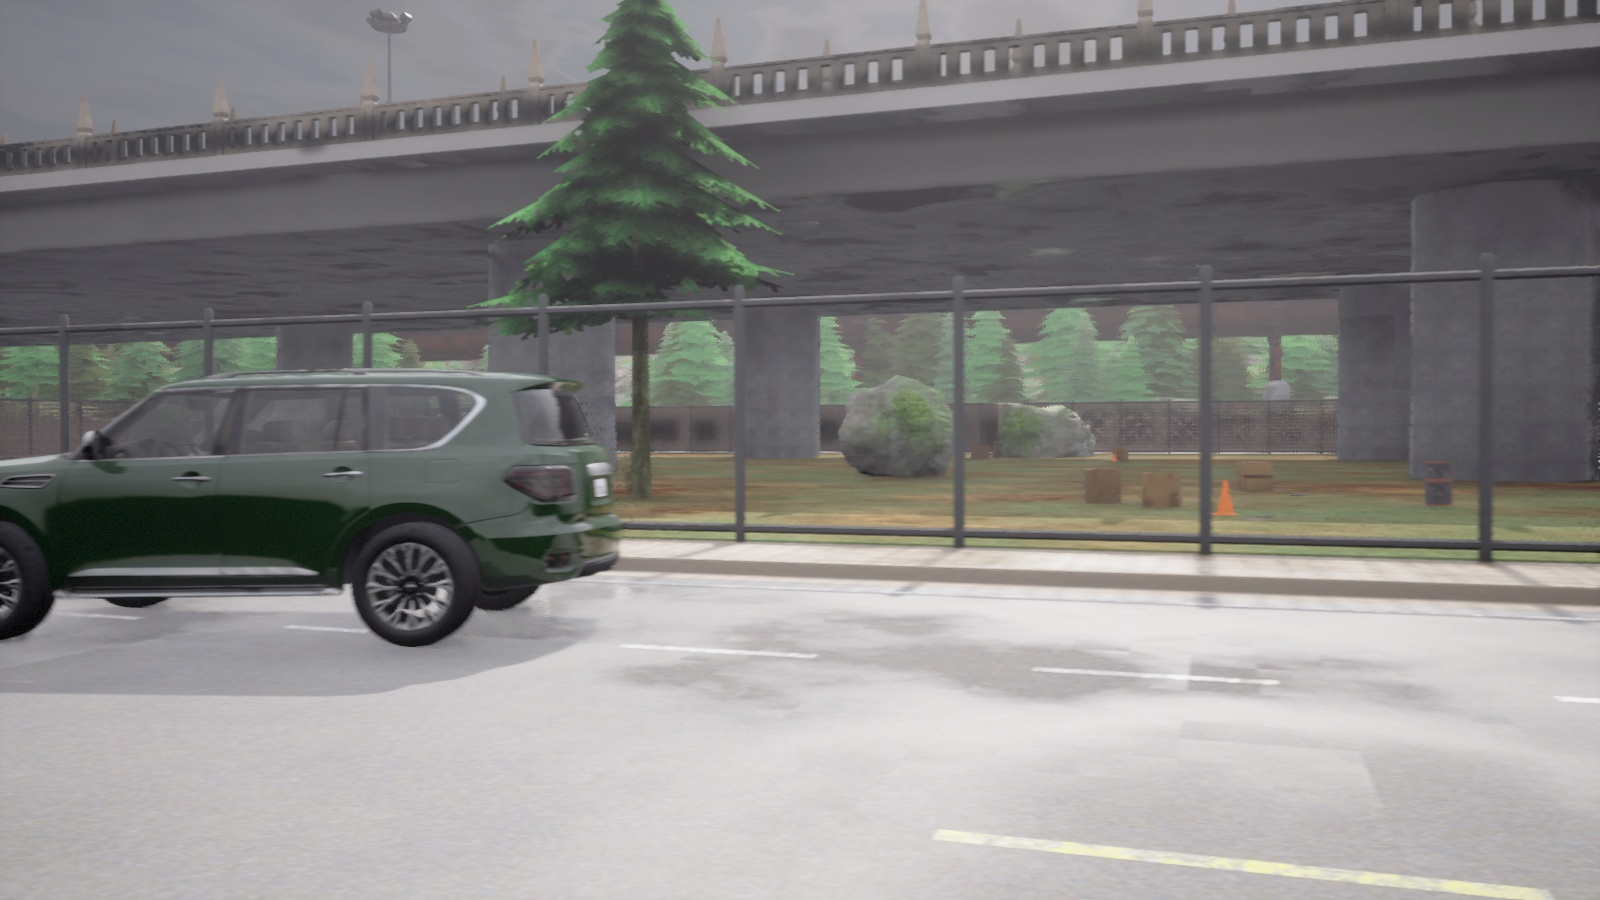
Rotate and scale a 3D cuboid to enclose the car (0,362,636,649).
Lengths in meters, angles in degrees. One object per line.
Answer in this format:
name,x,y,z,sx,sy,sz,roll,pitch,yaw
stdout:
car,-4.310,0.365,10.225,5.566,2.045,2.150,0,1,5
